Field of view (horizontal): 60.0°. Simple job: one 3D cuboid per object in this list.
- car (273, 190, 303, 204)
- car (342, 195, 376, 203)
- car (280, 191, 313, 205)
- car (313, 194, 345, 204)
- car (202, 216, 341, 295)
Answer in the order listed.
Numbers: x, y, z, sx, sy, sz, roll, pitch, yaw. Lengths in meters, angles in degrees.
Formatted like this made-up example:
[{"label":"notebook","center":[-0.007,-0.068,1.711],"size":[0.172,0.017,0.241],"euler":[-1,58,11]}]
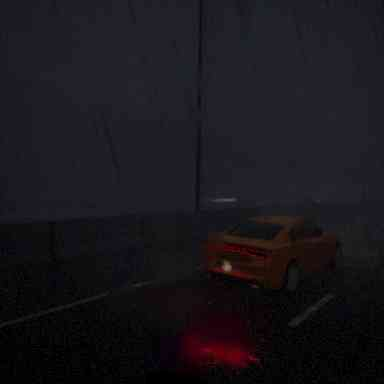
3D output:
[{"label":"car","center":[14.301,0.707,48.309],"size":[5.566,2.045,2.150],"euler":[1,1,-36]},{"label":"car","center":[20.544,1.317,39.882],"size":[4.718,1.301,1.895],"euler":[0,1,-36]},{"label":"car","center":[14.422,1.043,44.047],"size":[4.902,1.511,2.128],"euler":[0,1,-37]},{"label":"car","center":[18.053,0.987,42.388],"size":[4.553,1.767,2.097],"euler":[0,1,-36]},{"label":"car","center":[2.317,1.374,8.644],"size":[1.882,1.535,5.008],"euler":[2,1,40]}]
